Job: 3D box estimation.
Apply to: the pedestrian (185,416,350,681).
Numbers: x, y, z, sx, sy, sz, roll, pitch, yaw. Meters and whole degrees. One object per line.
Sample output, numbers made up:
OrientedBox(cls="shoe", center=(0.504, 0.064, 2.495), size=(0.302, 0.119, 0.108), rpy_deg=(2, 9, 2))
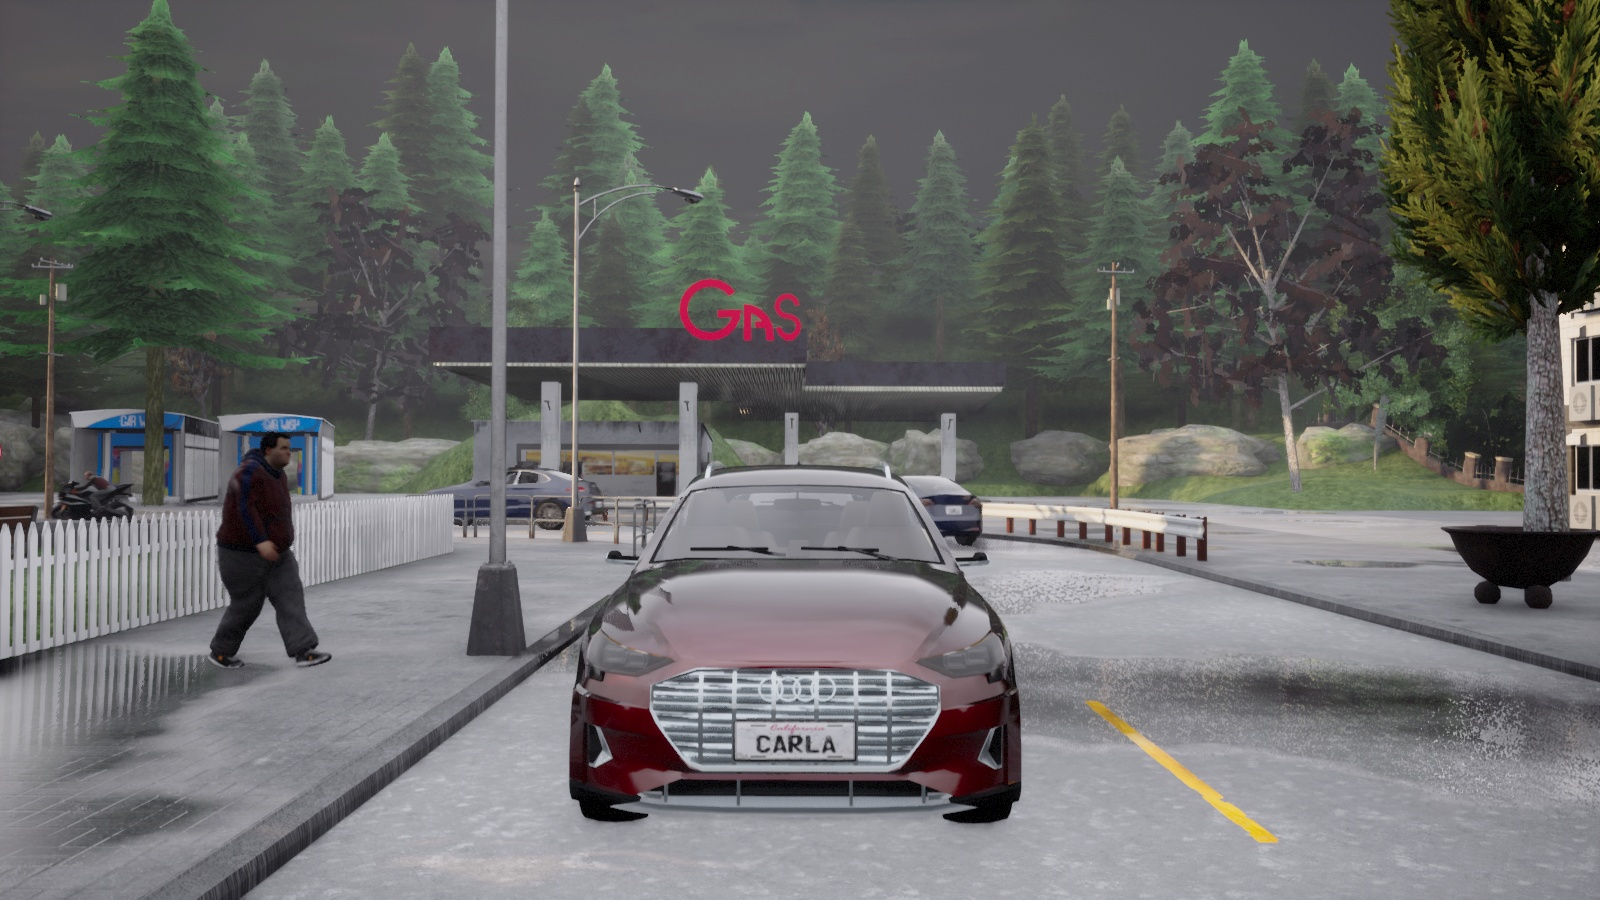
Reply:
OrientedBox(cls="pedestrian", center=(-3.870, 0.694, 9.160), size=(0.899, 1.844, 0.634), rpy_deg=(0, -1, 12))

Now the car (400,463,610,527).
OrientedBox(cls="car", center=(-7.838, 1.190, 33.586), size=(5.027, 1.651, 2.152), rpy_deg=(0, -1, 10))

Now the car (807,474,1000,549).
OrientedBox(cls="car", center=(2.149, 1.272, 27.639), size=(2.163, 1.488, 4.792), rpy_deg=(0, -1, -24))

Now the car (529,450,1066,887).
OrientedBox(cls="car", center=(-0.007, 0.866, 7.197), size=(2.033, 1.649, 4.856), rpy_deg=(0, -1, 0))

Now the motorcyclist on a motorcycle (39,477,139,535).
OrientedBox(cls="motorcyclist on a motorcycle", center=(-19.018, 1.491, 33.627), size=(2.191, 1.530, 0.866), rpy_deg=(0, -1, 0))
